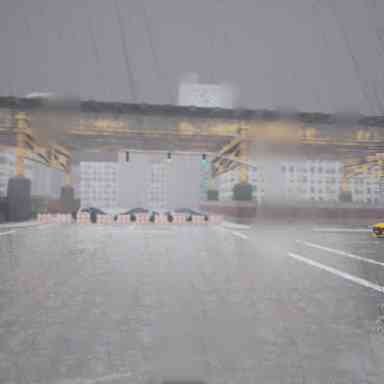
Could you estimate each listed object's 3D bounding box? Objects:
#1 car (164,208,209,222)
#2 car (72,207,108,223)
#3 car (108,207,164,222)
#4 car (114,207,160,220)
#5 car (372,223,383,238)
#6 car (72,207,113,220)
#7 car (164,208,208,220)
[{"bbox_3d":[-0.638,2.551,36.803,4.974,1.542,2.038,0,-2,24],"label":"car"},{"bbox_3d":[-10.507,2.361,35.158,4.974,1.542,2.038,-1,-2,39],"label":"car"},{"bbox_3d":[-5.917,2.438,35.560,4.974,1.542,2.038,2,-2,-41],"label":"car"},{"bbox_3d":[-5.876,2.282,35.600,4.536,1.218,1.853,2,-2,-41],"label":"car"},{"bbox_3d":[14.228,2.287,21.385,5.008,1.535,1.882,1,-2,-5],"label":"car"},{"bbox_3d":[-10.545,2.204,35.195,4.536,1.218,1.853,-1,-2,39],"label":"car"},{"bbox_3d":[-0.683,2.393,36.829,4.536,1.218,1.853,0,-2,24],"label":"car"}]
